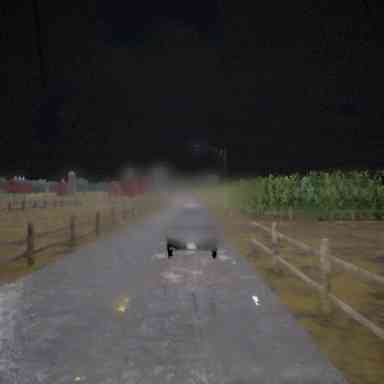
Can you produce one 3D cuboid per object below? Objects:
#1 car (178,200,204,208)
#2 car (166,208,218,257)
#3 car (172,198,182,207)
[{"bbox_3d":[0.024,1.756,29.236,1.882,1.535,5.008,0,0,0],"label":"car"},{"bbox_3d":[0.018,1.622,13.513,2.128,1.511,4.902,0,0,0],"label":"car"},{"bbox_3d":[-2.782,1.960,64.403,2.097,1.767,4.553,0,-1,1],"label":"car"}]
